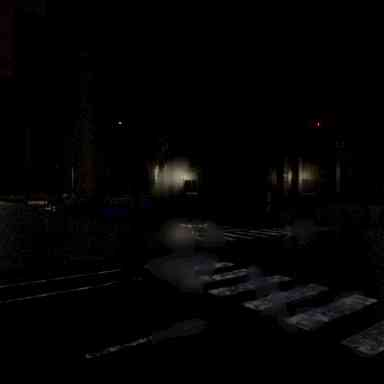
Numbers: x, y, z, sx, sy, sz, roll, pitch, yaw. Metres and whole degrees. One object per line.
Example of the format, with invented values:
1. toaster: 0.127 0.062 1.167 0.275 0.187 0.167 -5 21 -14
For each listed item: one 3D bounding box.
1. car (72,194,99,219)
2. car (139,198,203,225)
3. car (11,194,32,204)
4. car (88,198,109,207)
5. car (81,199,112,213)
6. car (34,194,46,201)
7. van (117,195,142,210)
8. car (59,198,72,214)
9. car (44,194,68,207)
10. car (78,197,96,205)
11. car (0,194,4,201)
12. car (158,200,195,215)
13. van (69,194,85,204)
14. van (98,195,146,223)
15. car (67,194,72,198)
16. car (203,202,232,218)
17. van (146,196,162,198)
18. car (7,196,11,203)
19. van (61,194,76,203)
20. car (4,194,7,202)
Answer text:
1. car: -8.572 1.284 29.391 2.192 1.841 5.009 0 0 -36
2. car: -1.659 1.460 24.304 1.882 1.535 5.008 0 0 -36
3. car: -31.702 1.513 61.708 2.008 1.369 4.403 0 0 -36
4. car: -14.858 1.569 52.820 1.802 1.307 4.206 0 0 -36
5. car: -10.700 1.499 36.945 1.812 1.442 4.674 0 0 -36
6. car: -37.987 1.304 85.140 2.192 1.841 5.009 0 0 -36
7. van: -8.249 1.330 43.587 1.690 1.788 3.998 0 0 -36
8. car: -11.877 1.548 34.007 1.802 1.307 4.206 0 0 -36
9. car: -21.186 1.498 51.755 1.812 1.442 4.674 0 0 -35
10. car: -18.162 1.570 57.437 1.802 1.307 4.206 0 0 -36
11. car: -41.614 1.529 75.559 1.947 1.339 4.313 0 0 -36
12. car: -1.641 1.577 34.353 1.802 1.307 4.206 0 0 -36
13. van: -21.466 1.329 62.055 1.690 1.788 3.998 0 0 -36
14. van: -5.268 1.314 24.774 1.690 1.788 3.998 0 0 -36
15. car: -22.317 1.527 58.497 2.033 1.411 5.357 0 0 -36
16. car: 1.663 1.549 29.736 2.008 1.369 4.403 0 0 -36
17. van: -4.945 1.332 38.971 1.690 1.788 3.998 0 0 -36
18. car: -35.006 1.403 66.325 1.967 1.590 4.097 0 0 -36
19. van: -24.771 1.329 66.672 1.690 1.788 3.998 0 0 -36
20. car: -38.211 1.488 70.804 1.752 1.417 4.829 0 0 -36
